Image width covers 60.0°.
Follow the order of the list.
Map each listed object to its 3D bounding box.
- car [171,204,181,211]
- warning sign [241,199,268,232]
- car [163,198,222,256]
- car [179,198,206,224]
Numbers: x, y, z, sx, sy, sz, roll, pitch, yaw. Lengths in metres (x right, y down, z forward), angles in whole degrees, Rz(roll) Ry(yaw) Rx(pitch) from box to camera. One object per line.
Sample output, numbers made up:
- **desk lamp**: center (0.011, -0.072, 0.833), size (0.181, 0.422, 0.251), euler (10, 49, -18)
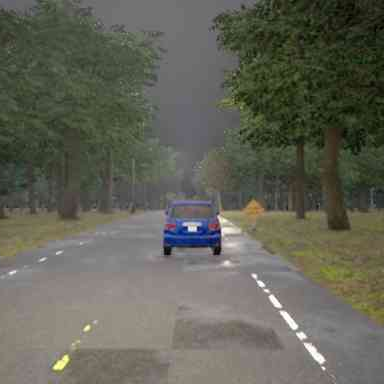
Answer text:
- **car**: center (-3.435, 3.297, 71.777), size (1.882, 1.535, 5.008), euler (0, -2, 0)
- **warning sign**: center (3.550, 1.324, 19.096), size (1.300, 1.860, 1.060), euler (-1, -2, 0)
- **car**: center (0.014, 1.369, 14.021), size (2.150, 2.045, 5.566), euler (0, 0, 0)
- **car**: center (0.027, 1.565, 29.028), size (2.150, 2.045, 5.566), euler (0, -1, 0)
